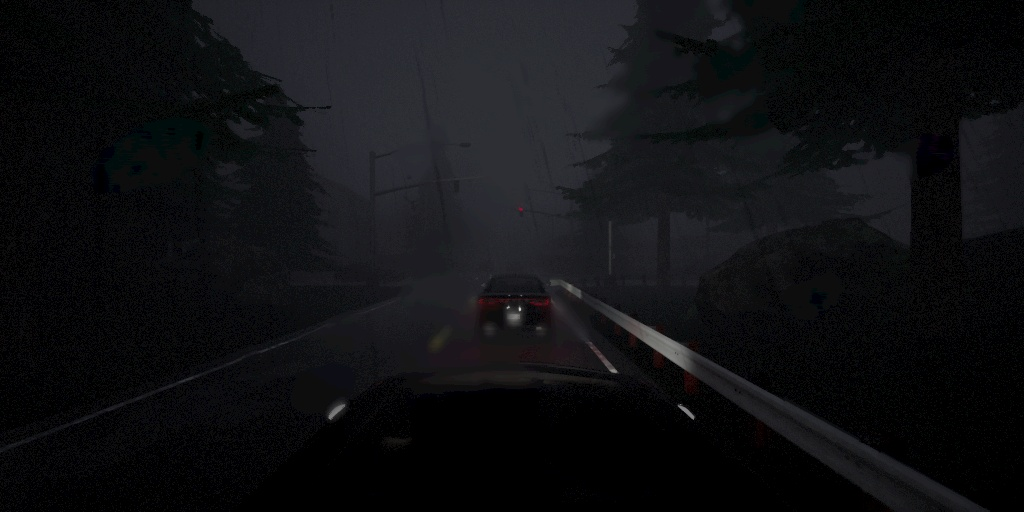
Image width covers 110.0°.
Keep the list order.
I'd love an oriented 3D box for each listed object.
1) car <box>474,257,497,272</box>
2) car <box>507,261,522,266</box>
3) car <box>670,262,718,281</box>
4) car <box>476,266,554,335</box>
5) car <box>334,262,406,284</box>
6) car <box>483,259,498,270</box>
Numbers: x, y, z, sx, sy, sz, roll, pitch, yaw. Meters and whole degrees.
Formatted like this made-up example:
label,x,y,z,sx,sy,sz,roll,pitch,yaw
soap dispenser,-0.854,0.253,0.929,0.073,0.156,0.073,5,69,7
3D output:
label,x,y,z,sx,sy,sz,roll,pitch,yaw
car,-3.352,1.228,45.124,1.882,1.535,5.008,0,0,0
car,0.338,1.314,44.701,1.994,1.385,4.181,0,0,0
car,15.235,1.226,29.610,4.902,1.511,2.128,0,0,0
car,0.103,1.228,10.494,1.882,1.535,5.008,0,0,1
car,-10.291,1.212,26.216,5.008,1.535,1.882,0,0,1
car,-3.294,1.228,55.446,1.882,1.535,5.008,0,0,1
